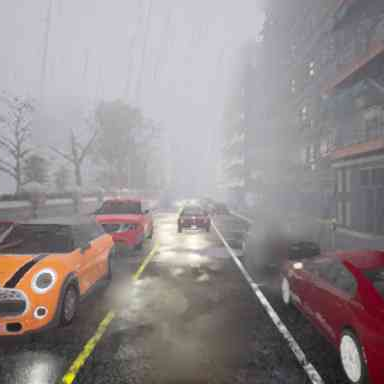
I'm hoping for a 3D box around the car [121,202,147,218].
[{"bbox_3d":[-5.683,1.709,32.865,1.802,1.307,4.206,0,0,0],"label":"car"}]

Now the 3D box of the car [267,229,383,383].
[{"bbox_3d":[2.688,1.565,5.187,1.887,1.381,4.507,0,0,0],"label":"car"}]

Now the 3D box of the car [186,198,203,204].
[{"bbox_3d":[0.113,1.768,42.709,1.895,1.301,4.718,0,0,0],"label":"car"}]

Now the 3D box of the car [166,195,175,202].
[{"bbox_3d":[-5.667,1.681,88.218,2.192,1.841,5.009,0,0,0],"label":"car"}]

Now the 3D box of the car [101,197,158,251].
[{"bbox_3d":[-2.997,1.279,14.798,2.150,2.045,5.566,0,0,0],"label":"car"}]

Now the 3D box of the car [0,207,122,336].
[{"bbox_3d":[-3.089,1.379,7.065,2.097,1.767,4.553,0,0,0],"label":"car"}]

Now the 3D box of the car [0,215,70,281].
[{"bbox_3d":[-5.691,1.586,10.725,1.887,1.381,4.507,0,0,0],"label":"car"}]

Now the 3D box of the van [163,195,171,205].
[{"bbox_3d":[-5.674,1.609,66.076,1.690,1.788,3.998,0,0,0],"label":"van"}]

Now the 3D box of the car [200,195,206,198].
[{"bbox_3d":[2.703,1.659,55.004,1.967,1.590,4.097,0,0,0],"label":"car"}]

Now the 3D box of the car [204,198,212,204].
[{"bbox_3d":[2.699,1.694,38.398,1.887,1.381,4.507,0,0,0],"label":"car"}]

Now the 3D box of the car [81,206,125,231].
[{"bbox_3d":[-5.687,1.666,21.794,1.802,1.307,4.206,0,0,0],"label":"car"}]

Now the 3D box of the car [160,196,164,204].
[{"bbox_3d":[-5.678,1.747,49.471,2.008,1.369,4.403,0,0,0],"label":"car"}]

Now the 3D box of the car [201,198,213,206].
[{"bbox_3d":[2.706,1.809,60.538,1.947,1.339,4.313,0,0,0],"label":"car"}]

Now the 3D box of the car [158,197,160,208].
[{"bbox_3d":[-5.680,1.697,43.765,1.752,1.417,4.829,0,0,0],"label":"car"}]

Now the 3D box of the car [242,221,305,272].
[{"bbox_3d":[2.689,1.591,10.723,2.008,1.369,4.403,0,0,0],"label":"car"}]

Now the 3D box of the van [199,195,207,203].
[{"bbox_3d":[2.712,1.681,82.680,1.690,1.788,3.998,0,0,0],"label":"van"}]

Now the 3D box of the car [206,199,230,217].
[{"bbox_3d":[2.697,1.671,32.863,1.887,1.381,4.507,0,0,0],"label":"car"}]

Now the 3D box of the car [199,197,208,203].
[{"bbox_3d":[2.711,1.882,77.144,1.947,1.339,4.313,0,0,0],"label":"car"}]

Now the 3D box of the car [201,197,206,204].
[{"bbox_3d":[2.702,1.761,49.469,1.947,1.339,4.313,0,0,0],"label":"car"}]

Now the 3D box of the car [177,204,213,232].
[{"bbox_3d":[0.106,1.680,20.840,1.895,1.301,4.718,0,0,0],"label":"car"}]

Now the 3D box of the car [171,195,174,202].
[{"bbox_3d":[-5.672,1.607,71.612,2.192,1.841,5.009,0,0,0],"label":"car"}]
